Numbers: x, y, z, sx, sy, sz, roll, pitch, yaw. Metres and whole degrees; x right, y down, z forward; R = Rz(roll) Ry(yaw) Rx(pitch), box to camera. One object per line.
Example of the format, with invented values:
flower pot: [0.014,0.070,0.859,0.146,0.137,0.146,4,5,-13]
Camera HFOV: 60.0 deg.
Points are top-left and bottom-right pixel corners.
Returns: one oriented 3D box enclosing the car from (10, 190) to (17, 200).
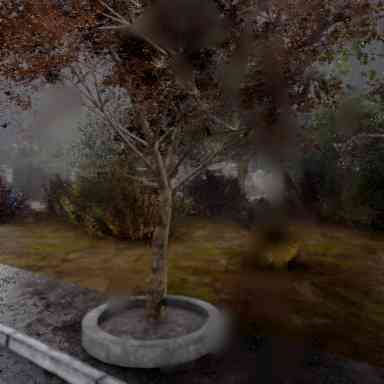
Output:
car: [-24.725,0.736,41.927,2.150,2.045,5.566,1,0,32]
